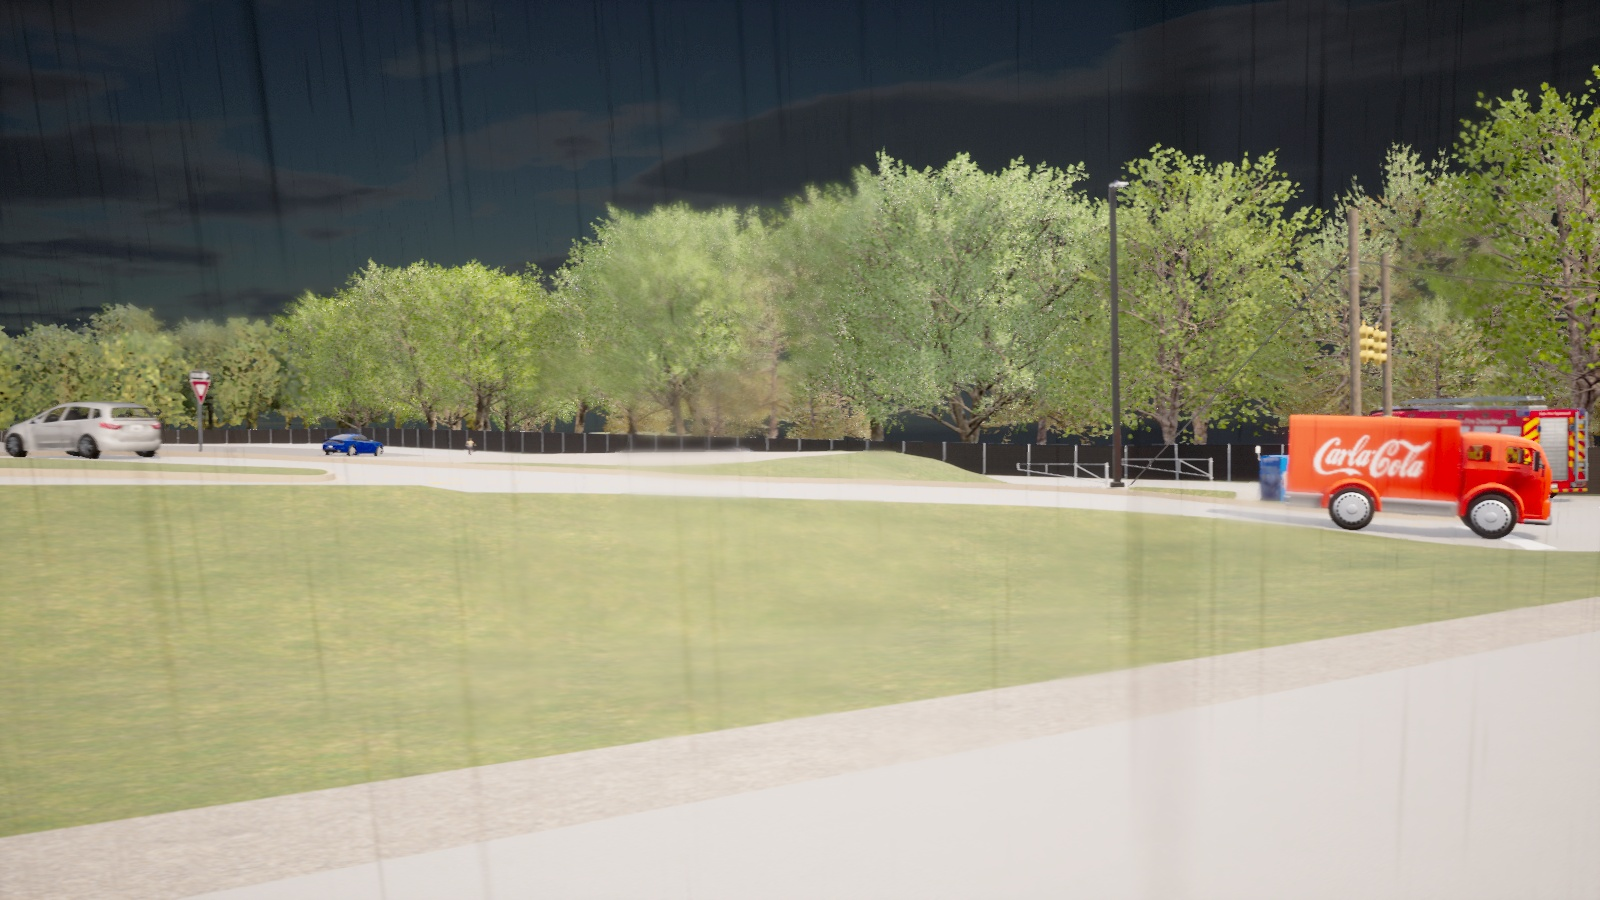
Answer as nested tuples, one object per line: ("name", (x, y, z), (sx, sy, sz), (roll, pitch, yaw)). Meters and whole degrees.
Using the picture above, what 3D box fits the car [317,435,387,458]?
("car", (-30.627, -0.222, 86.018), (1.882, 1.535, 5.008), (1, 0, 16))

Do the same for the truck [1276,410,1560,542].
("truck", (13.296, 0.471, 27.423), (5.204, 2.467, 2.627), (3, 2, 23))

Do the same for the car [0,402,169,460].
("car", (-21.505, -0.581, 37.501), (4.611, 1.667, 2.242), (0, 1, 21))

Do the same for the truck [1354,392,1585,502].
("truck", (25.587, -0.200, 48.627), (2.891, 3.827, 8.468), (-2, 1, -14))
